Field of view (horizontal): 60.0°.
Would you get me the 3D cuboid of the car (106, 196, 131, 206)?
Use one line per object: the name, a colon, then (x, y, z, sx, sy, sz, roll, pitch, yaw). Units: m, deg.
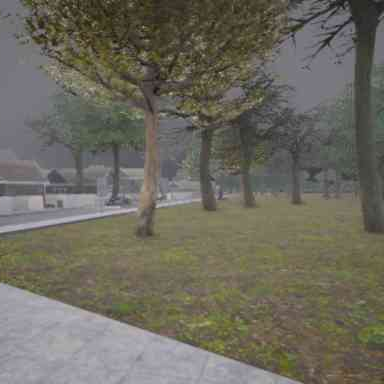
car: (-9.595, 1.173, 43.760, 1.994, 1.385, 4.181, 0, 0, 13)

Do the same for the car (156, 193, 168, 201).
car: (-5.839, 0.867, 60.094, 2.033, 1.411, 5.357, 0, 0, 13)
